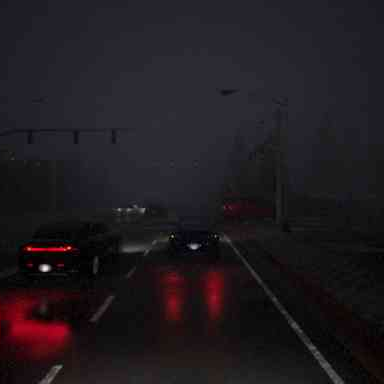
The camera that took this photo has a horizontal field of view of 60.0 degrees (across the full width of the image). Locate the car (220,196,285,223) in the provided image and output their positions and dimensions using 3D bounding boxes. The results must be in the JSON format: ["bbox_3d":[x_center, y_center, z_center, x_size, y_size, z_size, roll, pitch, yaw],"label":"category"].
[{"bbox_3d":[5.049,1.384,27.678,5.566,2.045,2.150,0,-2,-25],"label":"car"}]

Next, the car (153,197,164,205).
[{"bbox_3d":[-6.978,1.894,68.977,1.837,1.490,4.892,0,0,0],"label":"car"}]

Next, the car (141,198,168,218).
[{"bbox_3d":[-3.400,1.668,32.270,1.882,1.535,5.008,0,0,0],"label":"car"}]

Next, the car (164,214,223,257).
[{"bbox_3d":[0.078,1.604,13.096,1.812,1.442,4.674,0,0,0],"label":"car"}]

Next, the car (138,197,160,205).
[{"bbox_3d":[-7.039,1.809,54.447,2.128,1.511,4.902,0,0,1],"label":"car"}]

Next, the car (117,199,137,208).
[{"bbox_3d":[-10.546,1.839,53.229,1.812,1.442,4.674,0,0,0],"label":"car"}]

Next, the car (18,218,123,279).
[{"bbox_3d":[-3.437,1.565,10.242,1.837,1.490,4.892,0,-1,0],"label":"car"}]
